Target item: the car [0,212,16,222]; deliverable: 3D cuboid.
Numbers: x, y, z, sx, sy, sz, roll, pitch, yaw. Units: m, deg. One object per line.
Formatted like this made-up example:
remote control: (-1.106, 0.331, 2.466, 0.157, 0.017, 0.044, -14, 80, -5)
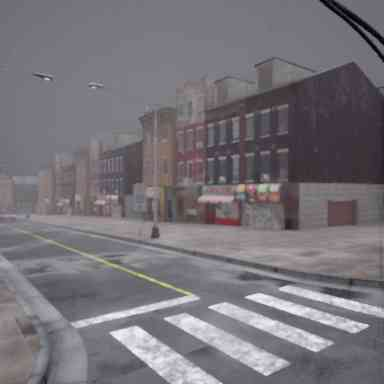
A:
car: (-25.583, 3.358, 45.831, 1.895, 1.301, 4.718, 0, -2, -36)
